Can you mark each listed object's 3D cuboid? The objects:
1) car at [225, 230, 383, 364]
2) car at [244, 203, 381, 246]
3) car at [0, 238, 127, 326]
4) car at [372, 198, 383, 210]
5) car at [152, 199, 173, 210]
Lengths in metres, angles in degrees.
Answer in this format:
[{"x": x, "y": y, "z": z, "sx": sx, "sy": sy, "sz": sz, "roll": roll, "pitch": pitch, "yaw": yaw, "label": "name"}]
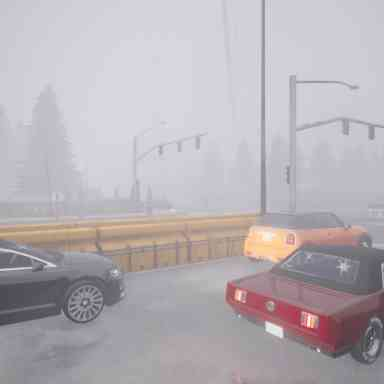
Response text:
[{"x": 2.937, "y": 1.601, "z": 5.848, "sx": 4.718, "sy": 1.301, "sz": 1.895, "roll": 0, "pitch": 0, "yaw": -36, "label": "car"}, {"x": 3.885, "y": 1.352, "z": 10.829, "sx": 4.553, "sy": 1.767, "sz": 2.097, "roll": 0, "pitch": 0, "yaw": -36, "label": "car"}, {"x": -3.528, "y": 1.492, "z": 5.522, "sx": 4.902, "sy": 1.511, "sz": 2.128, "roll": 0, "pitch": 0, "yaw": -36, "label": "car"}, {"x": 25.265, "y": 1.548, "z": 43.589, "sx": 5.357, "sy": 1.411, "sz": 2.033, "roll": 0, "pitch": 0, "yaw": -34, "label": "car"}, {"x": -4.243, "y": 1.564, "z": 43.989, "sx": 1.994, "sy": 1.385, "sz": 4.181, "roll": 0, "pitch": 0, "yaw": -36, "label": "car"}]
